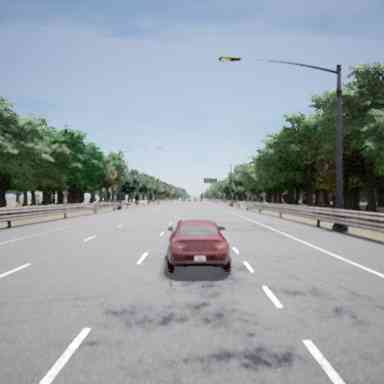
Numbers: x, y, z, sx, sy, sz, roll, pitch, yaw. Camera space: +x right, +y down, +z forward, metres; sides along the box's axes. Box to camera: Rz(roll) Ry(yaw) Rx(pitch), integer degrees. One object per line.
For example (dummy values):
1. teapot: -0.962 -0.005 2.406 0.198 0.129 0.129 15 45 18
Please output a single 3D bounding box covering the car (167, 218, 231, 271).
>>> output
1. car: 0.162 1.600 11.036 1.812 1.442 4.674 0 0 -1
